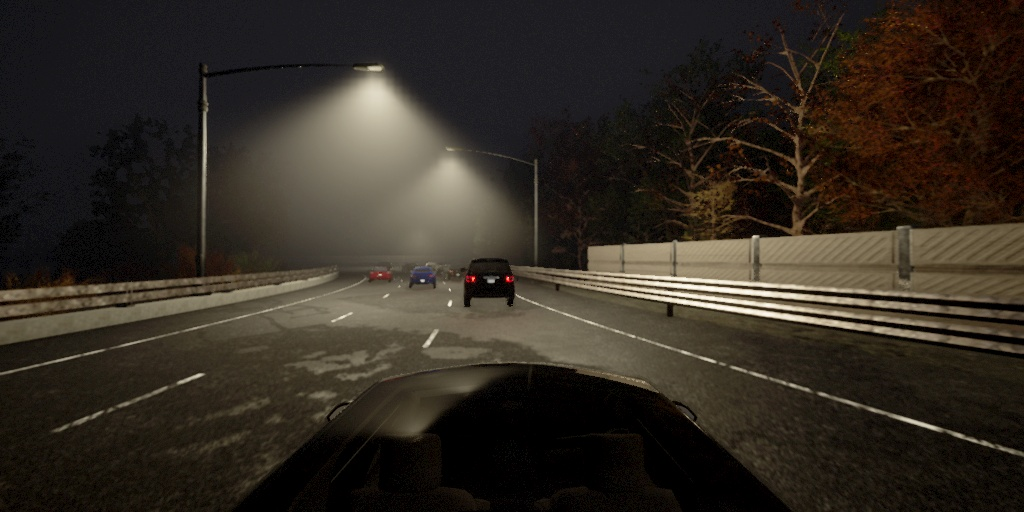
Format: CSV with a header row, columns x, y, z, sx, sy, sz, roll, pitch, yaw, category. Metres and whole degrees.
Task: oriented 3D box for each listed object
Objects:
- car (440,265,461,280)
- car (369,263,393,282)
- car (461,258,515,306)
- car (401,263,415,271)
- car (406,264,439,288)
x,y,z,sx,sy,sz,roll,pitch,yaw,category
-5.890,1.645,36.390,1.812,1.442,4.674,0,-1,-18,car
-12.159,1.655,33.397,1.994,1.385,4.181,0,-1,-17,car
-1.214,1.133,16.982,2.150,2.045,5.566,0,-1,-8,car
-17.400,1.891,60.978,1.837,1.490,4.892,1,-1,-32,car
-6.677,1.544,26.855,1.812,1.442,4.674,0,-1,-13,car
